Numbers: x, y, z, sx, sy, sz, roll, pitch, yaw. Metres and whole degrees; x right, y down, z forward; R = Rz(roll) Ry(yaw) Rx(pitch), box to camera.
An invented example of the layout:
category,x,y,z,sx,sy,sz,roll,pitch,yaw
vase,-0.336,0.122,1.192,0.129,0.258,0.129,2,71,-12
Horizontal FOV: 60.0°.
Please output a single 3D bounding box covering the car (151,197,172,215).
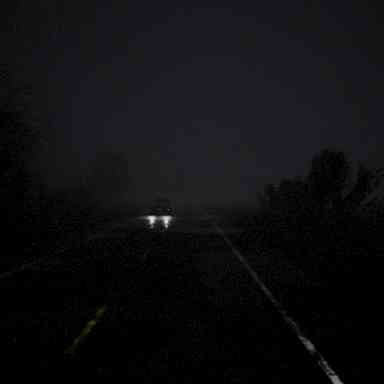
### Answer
category,x,y,z,sx,sy,sz,roll,pitch,yaw
car,-3.509,1.576,39.157,2.150,2.045,5.566,0,-1,0
